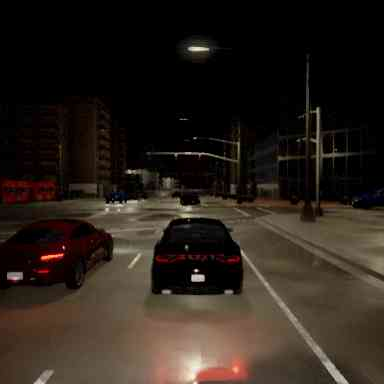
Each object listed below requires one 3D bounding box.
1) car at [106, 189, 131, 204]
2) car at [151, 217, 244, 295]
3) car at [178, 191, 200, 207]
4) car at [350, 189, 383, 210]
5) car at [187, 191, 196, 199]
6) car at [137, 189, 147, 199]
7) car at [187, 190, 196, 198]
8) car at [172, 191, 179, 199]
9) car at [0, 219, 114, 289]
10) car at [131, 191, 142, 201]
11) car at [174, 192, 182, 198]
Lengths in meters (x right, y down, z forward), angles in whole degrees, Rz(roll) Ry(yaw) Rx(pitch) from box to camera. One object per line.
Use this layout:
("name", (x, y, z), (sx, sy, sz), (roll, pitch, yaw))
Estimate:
("car", (-10.625, 0.593, 47.258), (2.150, 2.045, 5.566), (0, 0, 0))
("car", (0.097, 1.385, 8.545), (1.882, 1.535, 5.008), (0, 1, 0))
("car", (-0.189, 0.911, 39.887), (1.882, 1.535, 5.008), (-1, 1, -7))
("car", (18.698, 0.727, 32.972), (5.566, 2.045, 2.150), (0, 1, 1))
("car", (-0.089, 0.595, 75.654), (2.097, 1.767, 4.553), (0, 0, 0))
("car", (-10.581, 0.492, 69.049), (2.150, 2.045, 5.566), (0, 0, 0))
("car", (-0.101, 0.491, 85.656), (2.097, 1.767, 4.553), (0, 0, 0))
("car", (-3.589, 0.765, 75.681), (1.812, 1.442, 4.674), (0, 0, 0))
("car", (-3.412, 1.429, 8.744), (1.812, 1.442, 4.674), (0, 1, 0))
("car", (-10.612, 0.907, 58.190), (1.895, 1.301, 4.718), (0, 0, 0))
("car", (-3.601, 0.636, 85.682), (1.837, 1.490, 4.892), (0, 0, 0))
